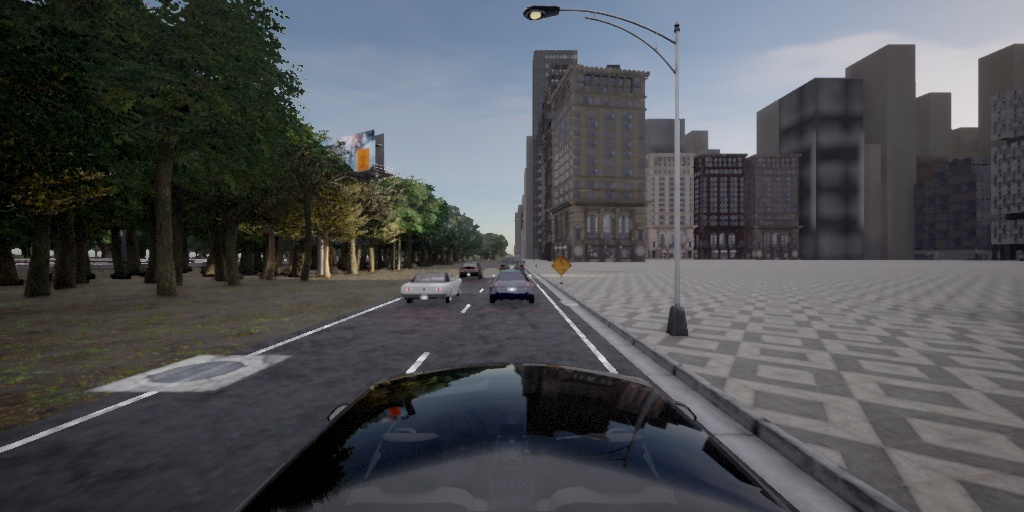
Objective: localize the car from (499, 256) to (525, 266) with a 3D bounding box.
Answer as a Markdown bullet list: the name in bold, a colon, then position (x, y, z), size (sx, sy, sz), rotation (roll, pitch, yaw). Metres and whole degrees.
- **car**: position (0.000, 1.007, 31.530), size (2.150, 2.045, 5.566), rotation (0, 0, 0)

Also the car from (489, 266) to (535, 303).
- **car**: position (0.000, 1.323, 16.500), size (1.994, 1.385, 4.181), rotation (0, 0, 0)

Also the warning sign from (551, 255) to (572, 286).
- **warning sign**: position (3.050, 0.865, 22.134), size (1.300, 1.860, 1.060), rotation (0, 0, 0)

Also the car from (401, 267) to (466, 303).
- **car**: position (-3.500, 1.367, 16.530), size (1.895, 1.301, 4.718), rotation (0, 0, 0)

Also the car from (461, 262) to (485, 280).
- **car**: position (-3.500, 1.266, 31.500), size (1.837, 1.490, 4.892), rotation (0, 0, 0)
